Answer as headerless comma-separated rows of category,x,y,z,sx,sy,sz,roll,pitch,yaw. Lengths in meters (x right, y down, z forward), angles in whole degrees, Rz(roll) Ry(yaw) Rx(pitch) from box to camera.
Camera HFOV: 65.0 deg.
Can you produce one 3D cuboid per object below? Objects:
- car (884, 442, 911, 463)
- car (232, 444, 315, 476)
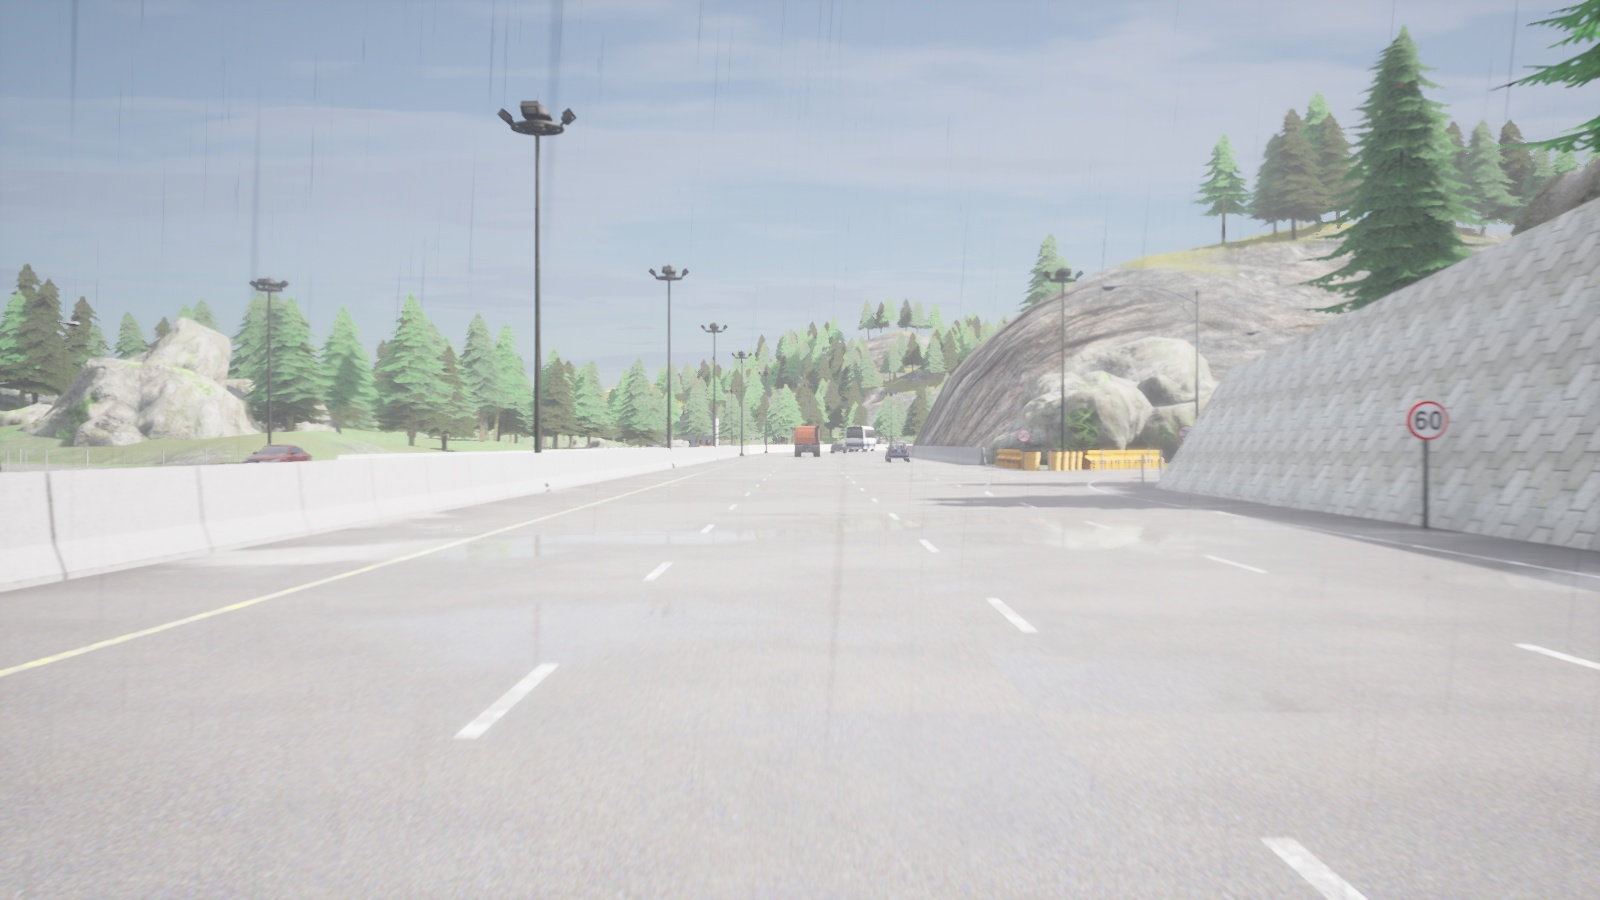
car,7.572,0.186,97.804,1.789,1.549,3.705,0,0,0
car,-24.157,0.431,57.771,1.812,1.442,4.674,0,0,0
